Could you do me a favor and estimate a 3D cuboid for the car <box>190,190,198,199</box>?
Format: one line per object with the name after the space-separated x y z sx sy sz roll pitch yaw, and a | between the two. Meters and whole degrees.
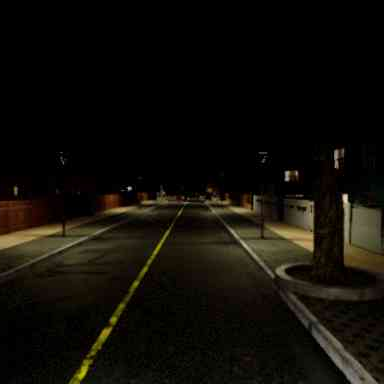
0.466 0.830 78.440 2.033 1.411 5.357 0 0 0 | car

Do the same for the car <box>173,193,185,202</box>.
-2.413 0.932 62.443 2.097 1.767 4.553 0 0 1 | car

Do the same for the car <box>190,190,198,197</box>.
0.565 0.410 94.428 2.150 2.045 5.566 0 0 0 | car
